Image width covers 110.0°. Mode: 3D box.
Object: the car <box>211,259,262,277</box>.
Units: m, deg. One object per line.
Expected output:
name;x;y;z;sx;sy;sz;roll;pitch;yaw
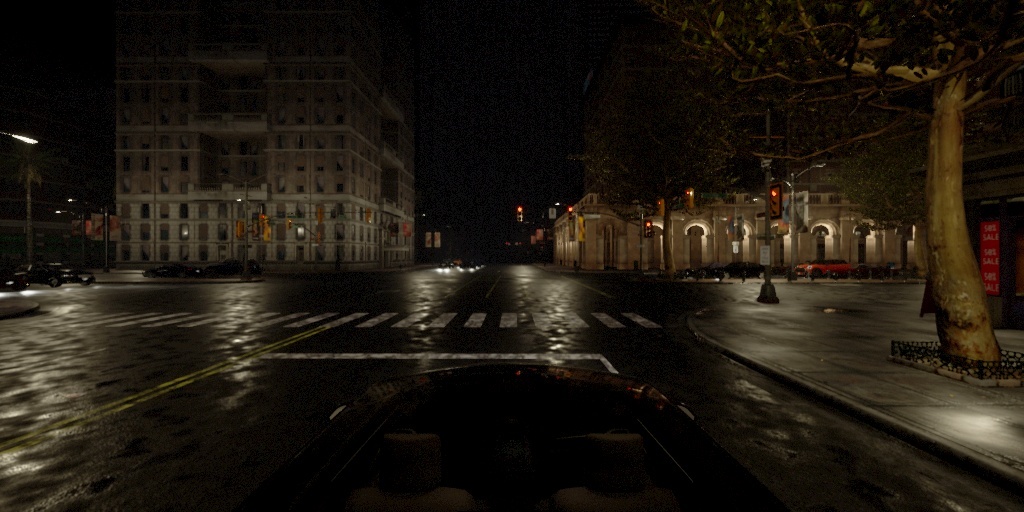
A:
car;-27.242;1.093;35.057;4.553;1.767;2.097;0;0;0

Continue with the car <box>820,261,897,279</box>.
car;30.131;1.344;31.077;4.718;1.301;1.895;0;0;1

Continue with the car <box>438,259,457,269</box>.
car;-10.417;1.228;57.228;2.128;1.511;4.902;0;0;1

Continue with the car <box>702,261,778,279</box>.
car;19.704;1.221;31.165;5.008;1.535;1.882;0;0;0

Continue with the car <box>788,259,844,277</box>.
car;29.938;1.094;34.577;4.553;1.767;2.097;0;0;0

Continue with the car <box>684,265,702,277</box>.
car;19.649;1.290;34.666;5.357;1.411;2.033;0;0;1

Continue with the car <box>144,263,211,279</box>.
car;-29.647;1.306;31.577;4.181;1.385;1.994;0;0;0

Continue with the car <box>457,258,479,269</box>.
car;-6.922;1.089;56.783;2.097;1.767;4.553;0;0;1

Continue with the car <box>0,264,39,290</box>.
car;-29.795;1.309;19.887;4.181;1.385;1.994;0;0;1

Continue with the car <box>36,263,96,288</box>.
car;-30.235;1.236;23.398;4.902;1.511;2.128;0;0;1
